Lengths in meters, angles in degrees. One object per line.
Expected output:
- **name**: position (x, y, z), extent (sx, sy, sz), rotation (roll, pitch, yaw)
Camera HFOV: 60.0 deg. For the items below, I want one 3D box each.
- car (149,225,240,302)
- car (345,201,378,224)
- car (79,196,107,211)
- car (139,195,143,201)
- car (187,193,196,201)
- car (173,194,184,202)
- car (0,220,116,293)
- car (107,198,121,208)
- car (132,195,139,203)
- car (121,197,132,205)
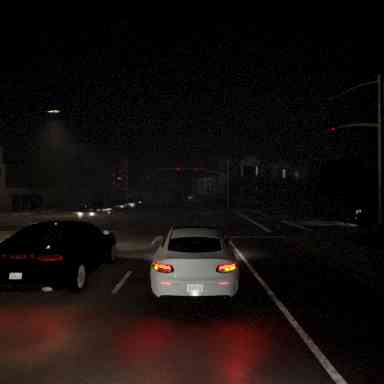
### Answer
- **car**: position (0.066, 1.540, 8.185), extent (1.812, 1.442, 4.674), rotation (0, 0, 0)
- **car**: position (14.246, 1.491, 25.507), extent (4.553, 1.767, 2.097), rotation (0, -1, 0)
- **car**: position (-14.102, 1.605, 46.862), extent (2.150, 2.045, 5.566), rotation (0, -1, 0)
- **car**: position (-14.009, 1.538, 86.639), extent (2.097, 1.767, 4.553), rotation (0, 0, 0)
- **car**: position (-0.009, 1.414, 89.313), extent (2.150, 2.045, 5.566), rotation (0, -1, 0)
- **car**: position (-3.508, 1.416, 80.375), extent (2.150, 2.045, 5.566), rotation (0, 0, 0)
- **car**: position (-3.430, 1.498, 8.971), extent (1.882, 1.535, 5.008), rotation (0, 0, 0)
- **car**: position (-14.086, 1.919, 56.706), extent (2.128, 1.511, 4.902), rotation (0, 0, 0)
- **car**: position (-14.008, 1.822, 76.343), extent (1.895, 1.301, 4.718), rotation (0, 1, 0)
- **car**: position (-14.019, 1.910, 66.479), extent (2.033, 1.411, 5.357), rotation (0, 1, 0)
